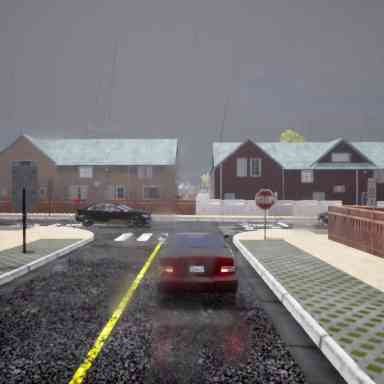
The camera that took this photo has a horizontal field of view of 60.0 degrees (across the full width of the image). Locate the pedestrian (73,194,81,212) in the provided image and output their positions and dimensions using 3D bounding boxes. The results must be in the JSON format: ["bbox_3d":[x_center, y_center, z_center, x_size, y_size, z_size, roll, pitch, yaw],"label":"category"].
[{"bbox_3d":[-9.378,1.053,27.144,0.375,1.860,0.375,0,0,1],"label":"pedestrian"}]

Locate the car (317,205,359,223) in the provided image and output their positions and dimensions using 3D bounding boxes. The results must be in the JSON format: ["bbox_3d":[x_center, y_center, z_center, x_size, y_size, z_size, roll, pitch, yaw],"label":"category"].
[{"bbox_3d":[11.862,1.674,23.750,5.357,1.411,2.033,1,0,1],"label":"car"}]

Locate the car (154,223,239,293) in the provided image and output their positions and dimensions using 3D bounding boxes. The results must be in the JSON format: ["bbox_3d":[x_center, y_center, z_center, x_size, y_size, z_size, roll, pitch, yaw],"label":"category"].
[{"bbox_3d":[0.094,1.547,8.970,2.033,1.411,5.357,0,0,0],"label":"car"}]

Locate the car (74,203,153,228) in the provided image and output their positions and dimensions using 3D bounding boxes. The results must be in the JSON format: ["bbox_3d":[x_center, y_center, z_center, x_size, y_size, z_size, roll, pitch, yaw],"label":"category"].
[{"bbox_3d":[-4.941,1.456,21.187,4.902,1.511,2.128,1,0,1],"label":"car"}]
